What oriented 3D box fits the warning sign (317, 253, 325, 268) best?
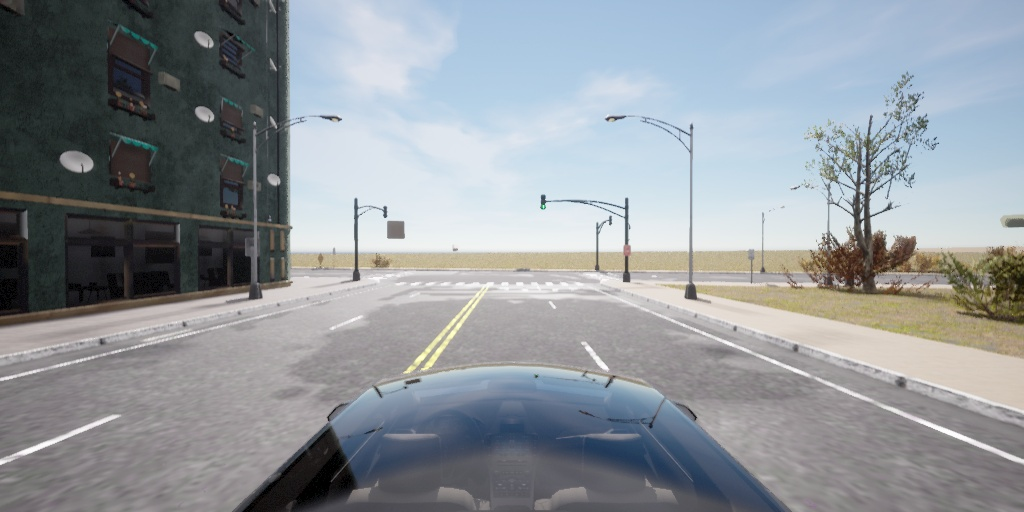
[{"bbox_3d":[-23.468,0.561,43.935,1.060,1.860,1.300,0,0,1],"label":"warning sign"}]
